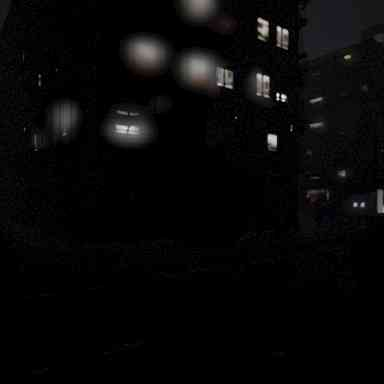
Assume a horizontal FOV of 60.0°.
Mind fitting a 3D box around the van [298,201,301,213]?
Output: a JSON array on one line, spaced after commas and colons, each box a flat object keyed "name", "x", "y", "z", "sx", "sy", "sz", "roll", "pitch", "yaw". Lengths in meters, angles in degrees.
[{"name": "van", "x": 12.053, "y": 2.007, "z": 42.990, "sx": 1.690, "sy": 1.788, "sz": 3.998, "roll": -1, "pitch": 0, "yaw": -36}]

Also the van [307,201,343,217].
[{"name": "van", "x": 15.372, "y": 1.934, "z": 38.477, "sx": 1.690, "sy": 1.788, "sz": 3.998, "roll": -1, "pitch": 0, "yaw": -36}]
